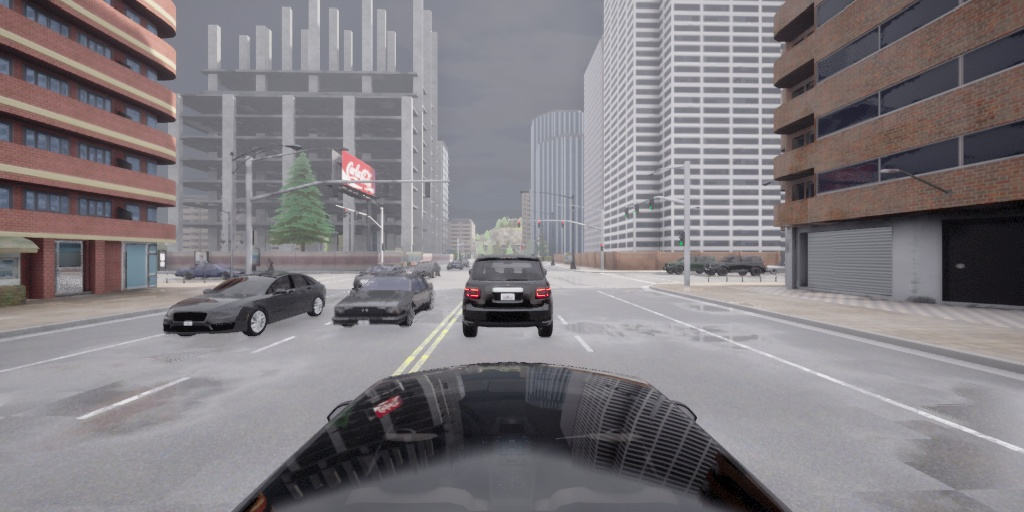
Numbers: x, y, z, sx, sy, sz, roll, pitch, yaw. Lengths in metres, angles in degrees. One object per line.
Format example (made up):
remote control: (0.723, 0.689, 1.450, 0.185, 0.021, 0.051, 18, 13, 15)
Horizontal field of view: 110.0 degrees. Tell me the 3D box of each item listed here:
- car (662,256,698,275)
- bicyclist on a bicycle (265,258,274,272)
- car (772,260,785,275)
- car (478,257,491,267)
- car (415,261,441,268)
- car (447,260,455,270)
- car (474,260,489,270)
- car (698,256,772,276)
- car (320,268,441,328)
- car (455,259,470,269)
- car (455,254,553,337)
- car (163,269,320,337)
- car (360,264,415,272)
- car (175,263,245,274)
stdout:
car: (19.385, 0.972, 38.980, 5.566, 2.045, 2.150, 0, 0, -1)
bicyclist on a bicycle: (-28.705, 1.050, 42.519, 0.582, 1.620, 1.656, 0, 0, -1)
car: (29.515, 1.350, 39.231, 4.718, 1.301, 1.895, 0, 0, -1)
car: (-4.830, 1.101, 64.311, 2.097, 1.767, 4.553, 0, 0, -1)
car: (-7.730, 1.253, 32.978, 1.837, 1.490, 4.892, 0, 0, -1)
car: (-8.112, 1.313, 51.790, 1.994, 1.385, 4.181, 0, 0, -1)
car: (-4.666, 1.313, 54.620, 1.994, 1.385, 4.181, 0, 0, -1)
car: (21.996, 0.971, 35.550, 5.566, 2.045, 2.150, 0, 0, -2)
car: (-3.791, 1.297, 11.708, 2.033, 1.411, 5.357, 0, 0, -1)
car: (-8.272, 1.251, 60.356, 1.837, 1.490, 4.892, 0, 1, -1)
car: (-0.120, 0.971, 10.397, 2.150, 2.045, 5.566, 0, 0, -1)
car: (-7.266, 1.255, 10.416, 1.837, 1.490, 4.892, 0, 0, -1)
car: (-7.475, 1.240, 20.767, 2.128, 1.511, 4.902, 0, 0, -1)
car: (-25.441, 1.297, 30.616, 5.357, 1.411, 2.033, 0, 0, -1)
